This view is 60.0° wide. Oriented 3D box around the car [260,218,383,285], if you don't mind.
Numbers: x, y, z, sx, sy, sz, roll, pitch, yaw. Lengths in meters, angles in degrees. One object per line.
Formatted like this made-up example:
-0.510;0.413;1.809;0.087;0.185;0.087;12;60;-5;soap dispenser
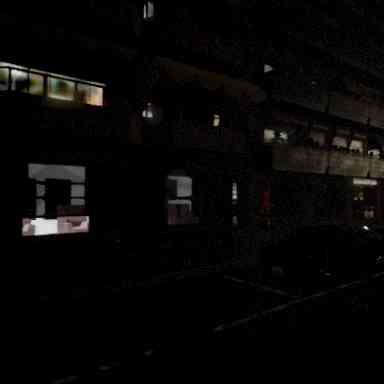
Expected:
3.864;1.553;9.571;4.313;1.339;1.947;0;1;-37;car
